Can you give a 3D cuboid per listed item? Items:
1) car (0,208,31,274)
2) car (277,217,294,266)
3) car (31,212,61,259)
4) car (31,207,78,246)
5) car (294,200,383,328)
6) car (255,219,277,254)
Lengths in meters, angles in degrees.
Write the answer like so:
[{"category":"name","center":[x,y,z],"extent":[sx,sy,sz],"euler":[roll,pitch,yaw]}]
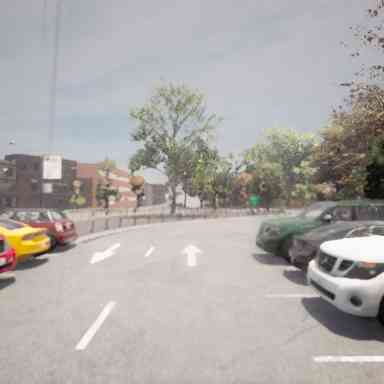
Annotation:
[{"category":"car","center":[-7.151,1.262,7.671],"extent":[5.566,2.045,2.435],"euler":[0,0,0]},{"category":"car","center":[5.077,1.527,8.837],"extent":[4.892,1.521,2.231],"euler":[0,-1,0]},{"category":"car","center":[-7.188,1.543,10.586],"extent":[5.008,1.535,2.097],"euler":[0,-1,0]},{"category":"car","center":[-7.175,1.450,13.623],"extent":[4.553,1.767,2.185],"euler":[0,-1,0]},{"category":"car","center":[5.067,1.250,6.046],"extent":[5.566,2.045,2.435],"euler":[0,-1,0]},{"category":"car","center":[5.043,1.303,11.508],"extent":[5.566,2.045,2.435],"euler":[0,-1,0]}]
